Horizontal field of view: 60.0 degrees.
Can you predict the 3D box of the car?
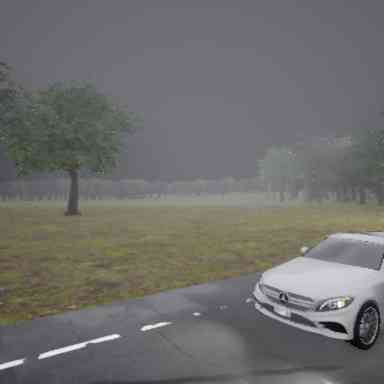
[{"bbox_3d":[3.248,1.512,6.324,4.674,1.442,1.812,0,0,-35],"label":"car"}]
